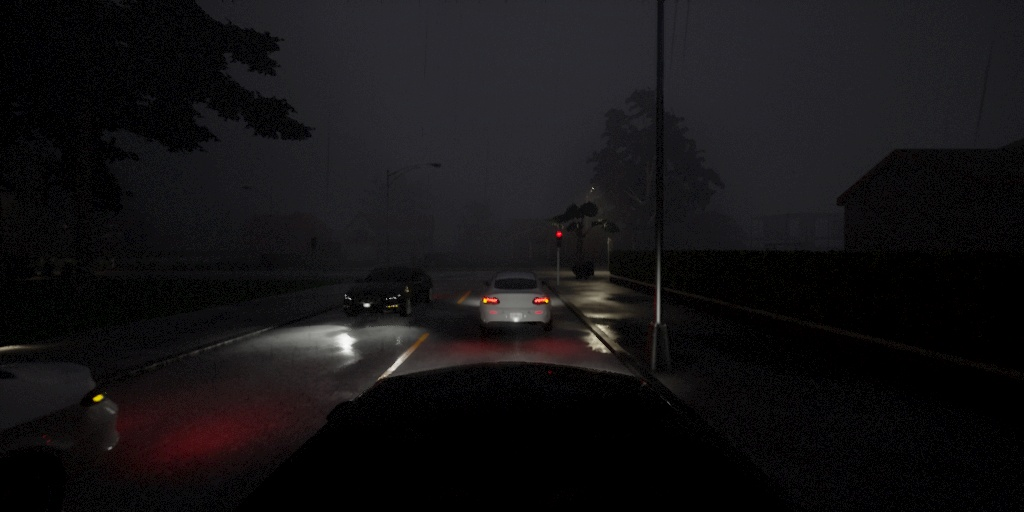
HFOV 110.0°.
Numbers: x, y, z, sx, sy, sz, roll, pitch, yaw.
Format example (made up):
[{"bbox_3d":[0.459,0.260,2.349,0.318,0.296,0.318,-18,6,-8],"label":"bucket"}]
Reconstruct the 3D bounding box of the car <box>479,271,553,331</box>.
[{"bbox_3d":[0.096,1.143,10.374,1.812,1.442,4.674,0,1,0],"label":"car"}]

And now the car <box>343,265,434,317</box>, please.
[{"bbox_3d":[-4.018,1.092,12.394,1.837,1.490,4.892,0,1,0],"label":"car"}]

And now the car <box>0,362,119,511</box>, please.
[{"bbox_3d":[-4.084,1.287,0.933,1.812,1.442,4.674,0,1,1],"label":"car"}]
